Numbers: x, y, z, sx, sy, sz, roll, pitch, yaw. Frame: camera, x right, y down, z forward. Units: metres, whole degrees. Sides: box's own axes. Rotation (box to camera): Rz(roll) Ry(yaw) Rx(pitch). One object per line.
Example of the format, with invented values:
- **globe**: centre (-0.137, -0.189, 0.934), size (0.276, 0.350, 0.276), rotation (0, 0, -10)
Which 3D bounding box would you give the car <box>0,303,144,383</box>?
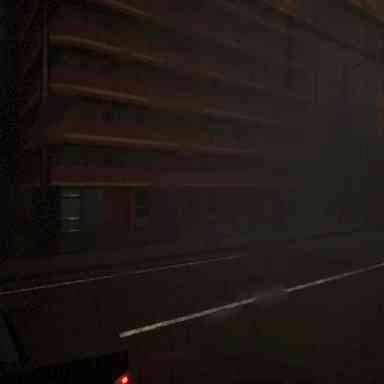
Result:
- **car**: centre (-2.943, 1.549, 1.894), size (5.357, 1.411, 2.033), rotation (0, 0, -35)
